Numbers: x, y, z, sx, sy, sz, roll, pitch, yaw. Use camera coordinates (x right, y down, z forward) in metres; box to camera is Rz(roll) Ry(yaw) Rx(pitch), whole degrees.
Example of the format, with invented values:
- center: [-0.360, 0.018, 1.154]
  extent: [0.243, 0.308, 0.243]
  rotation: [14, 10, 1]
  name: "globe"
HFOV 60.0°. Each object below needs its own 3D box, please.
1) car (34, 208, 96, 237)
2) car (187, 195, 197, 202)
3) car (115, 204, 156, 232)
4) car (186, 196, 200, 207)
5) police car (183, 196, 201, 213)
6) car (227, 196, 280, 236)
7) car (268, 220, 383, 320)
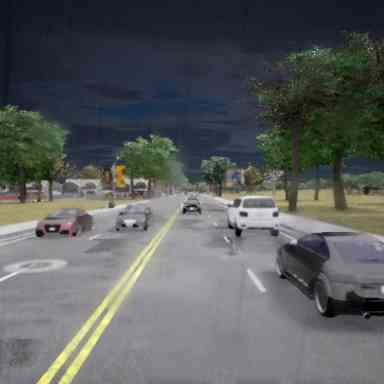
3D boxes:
- center: [-6.596, 1.560, 17.703]
  extent: [1.994, 1.385, 4.181]
  rotation: [0, 0, 0]
  name: "car"
- center: [0.009, 1.504, 73.725]
  extent: [2.033, 1.411, 5.357]
  rotation: [0, 0, 0]
  name: "car"
- center: [-3.345, 1.487, 20.263]
  extent: [2.128, 1.511, 4.902]
  rotation: [0, 0, 0]
  name: "car"
- center: [0.106, 1.472, 52.502]
  extent: [2.128, 1.511, 4.902]
  rotation: [0, 0, 0]
  name: "car"
- center: [-0.002, 1.499, 36.361]
  extent: [2.038, 1.542, 4.974]
  rotation: [0, 0, 0]
  name: "police car"
- center: [3.252, 1.217, 18.462]
  extent: [2.150, 2.045, 5.566]
  rotation: [0, 0, 0]
  name: "car"
- center: [3.251, 1.562, 7.431]
  extent: [1.994, 1.385, 4.181]
  rotation: [0, 0, 0]
  name: "car"
